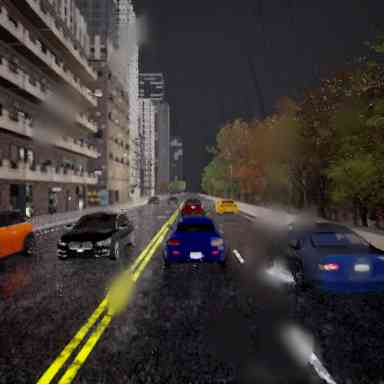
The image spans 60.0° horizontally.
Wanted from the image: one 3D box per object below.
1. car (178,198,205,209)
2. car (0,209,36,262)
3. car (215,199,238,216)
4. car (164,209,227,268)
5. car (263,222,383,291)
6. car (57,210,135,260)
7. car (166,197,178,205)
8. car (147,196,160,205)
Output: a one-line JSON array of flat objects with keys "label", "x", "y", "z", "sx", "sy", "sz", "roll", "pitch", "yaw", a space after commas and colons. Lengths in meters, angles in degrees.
[{"label": "car", "x": 0.099, "y": 1.332, "z": 30.936, "sx": 2.097, "sy": 1.767, "sz": 4.553, "roll": 0, "pitch": 0, "yaw": 0}, {"label": "car", "x": -6.602, "y": 1.345, "z": 9.927, "sx": 2.097, "sy": 1.767, "sz": 4.553, "roll": 0, "pitch": 0, "yaw": 0}, {"label": "car", "x": 3.348, "y": 1.457, "z": 32.768, "sx": 1.882, "sy": 1.535, "sz": 5.008, "roll": 0, "pitch": 0, "yaw": 0}, {"label": "car", "x": 0.103, "y": 1.518, "z": 11.123, "sx": 1.812, "sy": 1.442, "sz": 4.674, "roll": 0, "pitch": 0, "yaw": 0}, {"label": "car", "x": 3.349, "y": 1.540, "z": 9.063, "sx": 2.033, "sy": 1.411, "sz": 5.357, "roll": 0, "pitch": 0, "yaw": 0}, {"label": "car", "x": -3.351, "y": 1.496, "z": 12.396, "sx": 1.837, "sy": 1.490, "sz": 4.892, "roll": 0, "pitch": 0, "yaw": 0}, {"label": "car", "x": -3.253, "y": 1.519, "z": 57.441, "sx": 1.812, "sy": 1.442, "sz": 4.674, "roll": 0, "pitch": 0, "yaw": 0}, {"label": "car", "x": -6.506, "y": 1.490, "z": 57.186, "sx": 1.837, "sy": 1.490, "sz": 4.892, "roll": 0, "pitch": 0, "yaw": 0}]
